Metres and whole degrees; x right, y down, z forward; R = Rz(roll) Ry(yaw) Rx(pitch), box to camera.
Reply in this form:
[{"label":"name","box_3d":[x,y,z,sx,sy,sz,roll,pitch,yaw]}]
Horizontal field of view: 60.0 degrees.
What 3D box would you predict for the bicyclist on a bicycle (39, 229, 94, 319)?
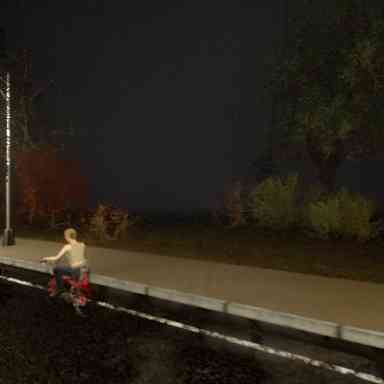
[{"label":"bicyclist on a bicycle","box_3d":[-2.362,1.496,6.326,1.509,1.612,0.866,-1,0,35]}]
